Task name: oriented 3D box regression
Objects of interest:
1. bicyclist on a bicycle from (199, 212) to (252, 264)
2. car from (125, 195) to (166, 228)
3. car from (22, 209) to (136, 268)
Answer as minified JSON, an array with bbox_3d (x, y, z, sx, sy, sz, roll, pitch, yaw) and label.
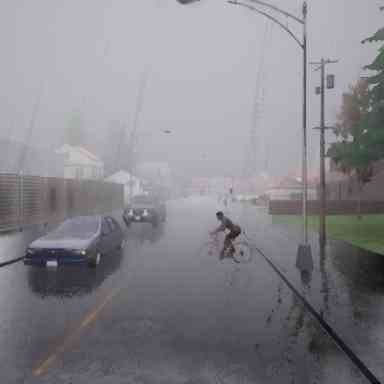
[{"bbox_3d":[1.037,1.431,10.298,1.656,1.620,0.582,-1,0,3],"label":"bicyclist on a bicycle"},{"bbox_3d":[-3.111,1.218,22.769,2.150,2.045,5.566,0,0,3],"label":"car"},{"bbox_3d":[-3.652,1.546,11.635,2.033,1.411,5.357,0,0,3],"label":"car"}]
